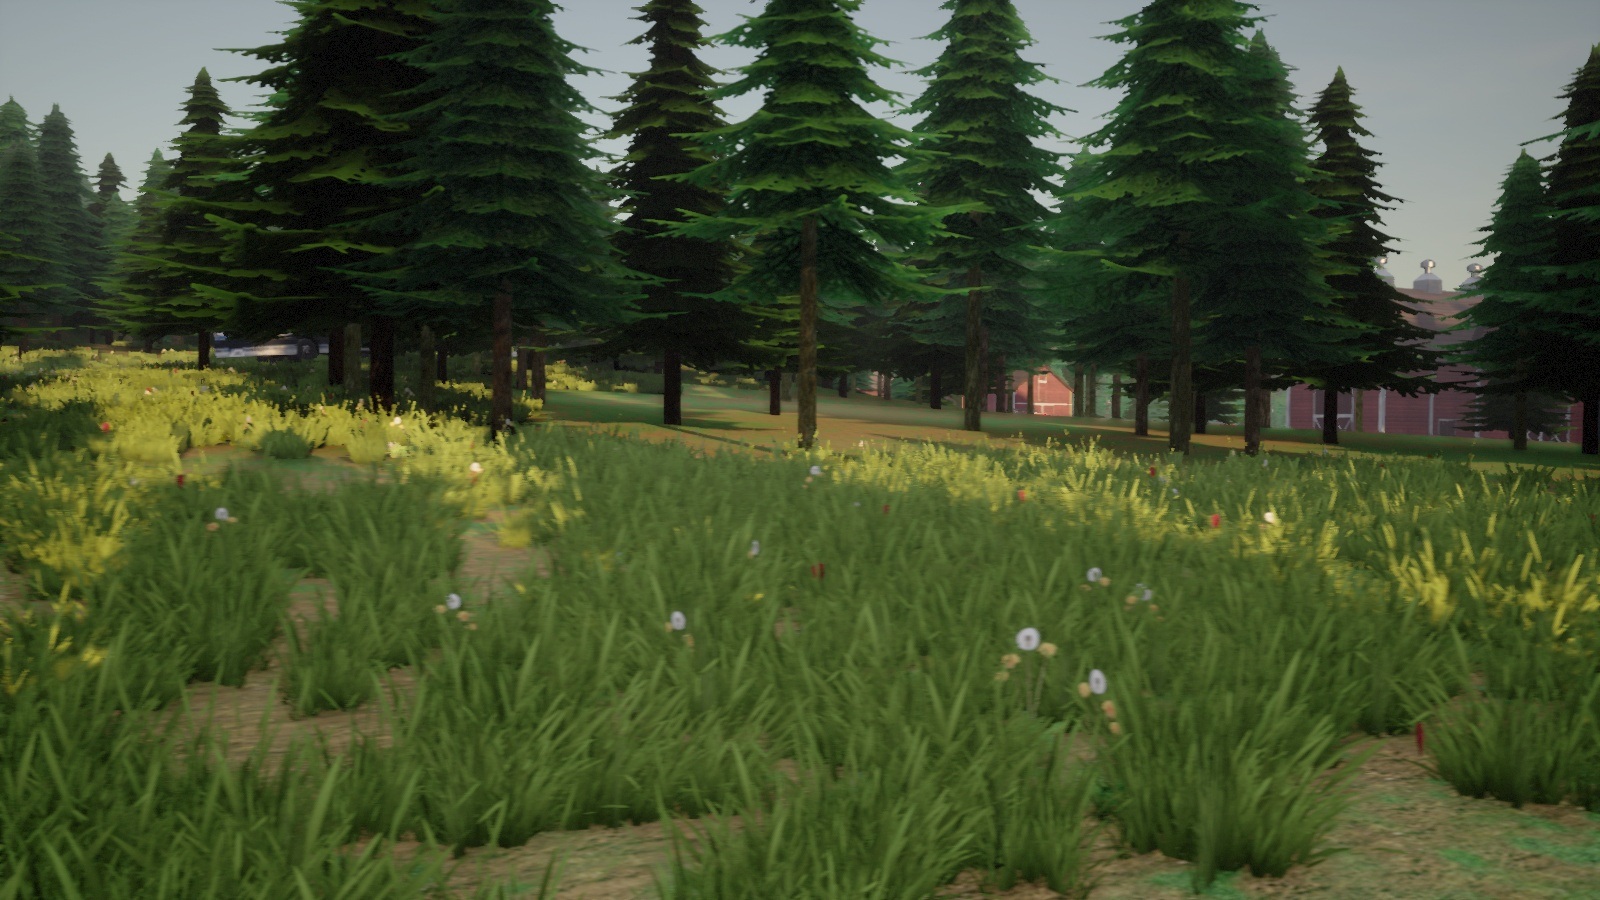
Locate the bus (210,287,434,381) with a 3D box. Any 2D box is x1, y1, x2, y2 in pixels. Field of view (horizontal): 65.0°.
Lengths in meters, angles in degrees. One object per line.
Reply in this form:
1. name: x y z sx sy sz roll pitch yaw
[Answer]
1. bus: -24.147 -6.045 64.312 3.944 4.253 10.273 -1 6 29
